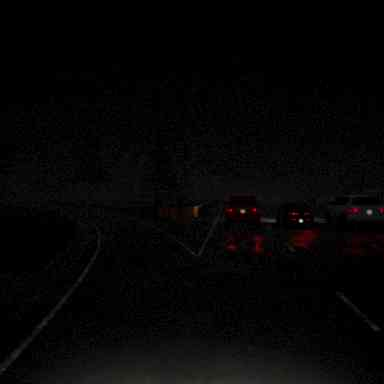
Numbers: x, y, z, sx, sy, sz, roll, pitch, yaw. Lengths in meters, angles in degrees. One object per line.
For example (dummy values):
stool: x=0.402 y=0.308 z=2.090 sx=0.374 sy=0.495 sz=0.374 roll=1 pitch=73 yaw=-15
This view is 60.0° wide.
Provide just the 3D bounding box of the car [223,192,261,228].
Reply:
car: x=3.293 y=1.217 z=22.112 sx=2.150 sy=2.045 sz=5.566 roll=0 pitch=0 yaw=7

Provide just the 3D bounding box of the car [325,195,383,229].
car: x=10.244 y=1.184 z=21.282 sx=2.150 sy=2.045 sz=5.566 roll=0 pitch=0 yaw=7

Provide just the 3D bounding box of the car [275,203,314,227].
car: x=6.863 y=1.484 z=22.496 sx=1.837 sy=1.490 sz=4.892 roll=0 pitch=0 yaw=7

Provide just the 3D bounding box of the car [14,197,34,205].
car: x=-31.371 y=1.724 z=62.679 sx=1.994 sy=1.385 sz=4.181 roll=0 pitch=0 yaw=-43

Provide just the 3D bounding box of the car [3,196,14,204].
car: x=-38.153 y=1.661 z=69.953 sx=1.812 sy=1.442 sz=4.674 roll=0 pitch=0 yaw=-43
